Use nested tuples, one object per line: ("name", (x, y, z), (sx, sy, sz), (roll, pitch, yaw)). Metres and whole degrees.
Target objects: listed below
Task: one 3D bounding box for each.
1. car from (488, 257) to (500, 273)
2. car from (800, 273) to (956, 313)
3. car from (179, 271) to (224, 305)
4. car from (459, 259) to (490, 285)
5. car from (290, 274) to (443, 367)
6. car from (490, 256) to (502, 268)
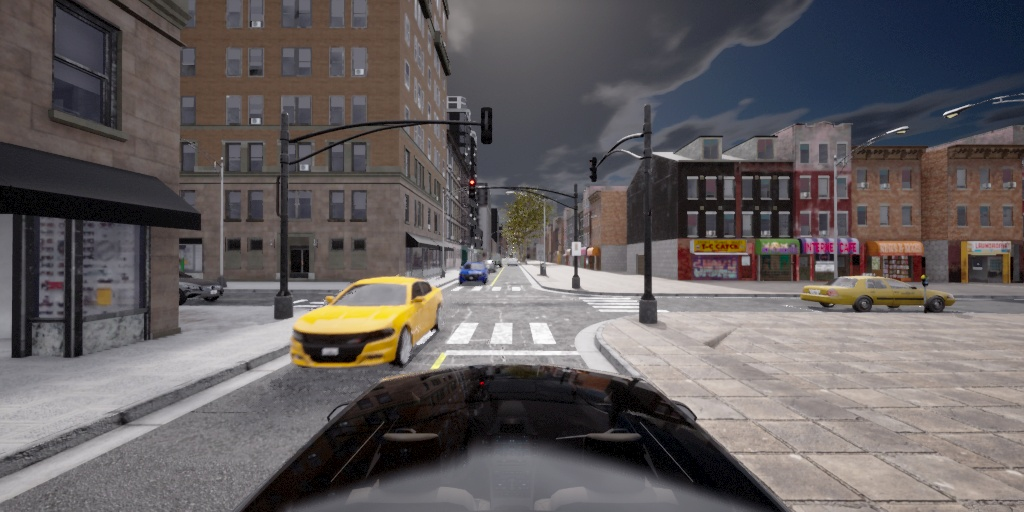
("car", (-2.859, 1.223, 42.421), (2.128, 1.511, 4.902), (0, 0, 0))
("car", (13.881, 1.346, 13.694), (4.829, 1.417, 1.751), (0, 0, 0))
("car", (-14.412, 1.195, 14.520), (4.674, 1.442, 1.812), (0, 0, 0))
("car", (-2.806, 1.217, 26.512), (1.882, 1.535, 5.008), (0, 0, -2))
("car", (-2.849, 1.227, 8.124), (1.882, 1.535, 5.008), (0, 0, 0))
("car", (-2.806, 0.951, 59.879), (2.150, 2.045, 5.566), (0, 0, 0))
